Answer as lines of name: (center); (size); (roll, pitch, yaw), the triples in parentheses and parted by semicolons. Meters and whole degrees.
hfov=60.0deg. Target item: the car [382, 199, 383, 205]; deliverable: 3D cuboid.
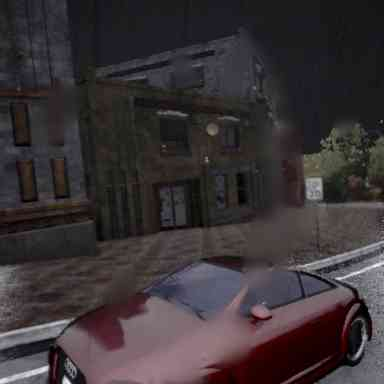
car: (31.000, 1.285, 50.848); (1.895, 1.301, 4.718); (-5, -2, 2)

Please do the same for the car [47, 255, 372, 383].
car: (0.467, 1.574, 4.196); (4.181, 1.385, 1.994); (0, 0, -38)
